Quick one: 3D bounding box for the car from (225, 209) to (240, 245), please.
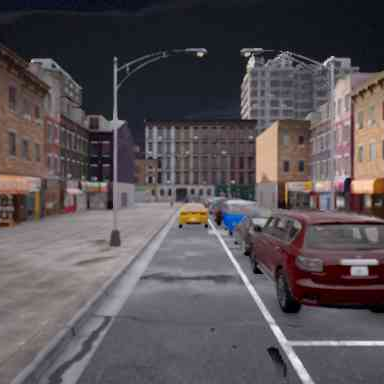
[{"bbox_3d":[2.638,1.569,13.098,2.008,1.369,4.403,0,0,0],"label":"car"}]

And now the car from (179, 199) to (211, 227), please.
[{"bbox_3d":[0.103,1.510,22.834,1.882,1.535,5.008,0,0,0],"label":"car"}]

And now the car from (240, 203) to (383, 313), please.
[{"bbox_3d":[2.636,1.326,7.622,2.192,1.841,5.009,0,0,0],"label":"car"}]

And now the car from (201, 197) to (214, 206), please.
[{"bbox_3d":[2.649,1.629,56.902,2.008,1.369,4.403,0,0,0],"label":"car"}]

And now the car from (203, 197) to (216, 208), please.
[{"bbox_3d":[2.648,1.597,51.596,1.752,1.417,4.829,0,0,0],"label":"car"}]

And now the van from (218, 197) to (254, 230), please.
[{"bbox_3d":[2.639,1.367,18.573,1.690,1.788,3.998,0,0,0],"label":"van"}]

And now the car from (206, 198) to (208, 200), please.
[{"bbox_3d":[2.644,1.574,35.169,1.752,1.417,4.829,0,0,0],"label":"car"}]

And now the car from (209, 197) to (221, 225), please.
[{"bbox_3d":[2.640,1.349,24.049,2.192,1.841,5.009,0,0,0],"label":"car"}]

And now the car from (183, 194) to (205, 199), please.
[{"bbox_3d":[0.103,1.276,39.449,2.150,2.045,5.566,0,0,0],"label":"car"}]
